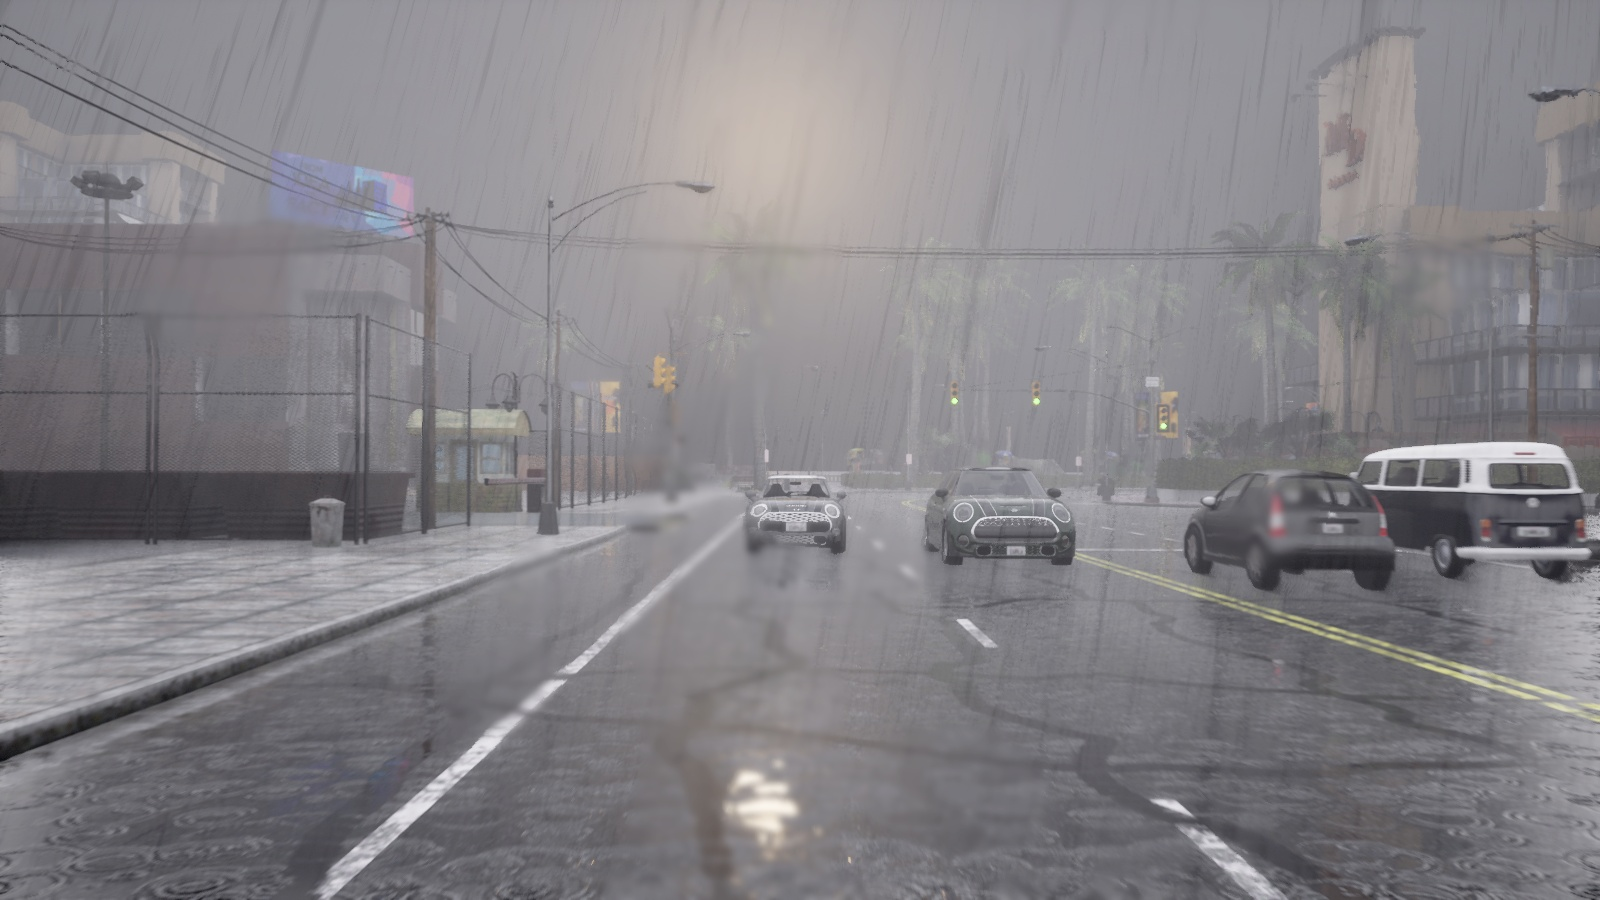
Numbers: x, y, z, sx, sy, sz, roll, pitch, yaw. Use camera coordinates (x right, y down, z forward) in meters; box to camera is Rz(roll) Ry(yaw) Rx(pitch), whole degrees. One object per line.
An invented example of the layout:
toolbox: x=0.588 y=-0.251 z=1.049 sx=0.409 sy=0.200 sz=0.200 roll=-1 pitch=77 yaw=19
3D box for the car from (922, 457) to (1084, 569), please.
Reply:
car: x=3.445 y=1.031 z=22.195 sx=2.097 sy=1.767 sz=4.553 roll=0 pitch=-1 yaw=0

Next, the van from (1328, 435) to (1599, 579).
van: x=10.427 y=0.836 z=20.119 sx=2.069 sy=2.038 sz=4.480 roll=0 pitch=-1 yaw=1

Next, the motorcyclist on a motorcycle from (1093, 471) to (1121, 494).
motorcyclist on a motorcycle: x=20.697 y=2.184 z=84.653 sx=0.866 sy=1.530 sz=2.191 roll=-1 pitch=-1 yaw=43

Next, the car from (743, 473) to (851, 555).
car: x=-0.061 y=1.194 z=24.706 sx=1.970 sy=1.475 sz=3.806 roll=0 pitch=-1 yaw=0

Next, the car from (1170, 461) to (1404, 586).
car: x=6.954 y=0.993 z=18.415 sx=1.851 sy=1.617 sz=3.988 roll=0 pitch=-1 yaw=0
